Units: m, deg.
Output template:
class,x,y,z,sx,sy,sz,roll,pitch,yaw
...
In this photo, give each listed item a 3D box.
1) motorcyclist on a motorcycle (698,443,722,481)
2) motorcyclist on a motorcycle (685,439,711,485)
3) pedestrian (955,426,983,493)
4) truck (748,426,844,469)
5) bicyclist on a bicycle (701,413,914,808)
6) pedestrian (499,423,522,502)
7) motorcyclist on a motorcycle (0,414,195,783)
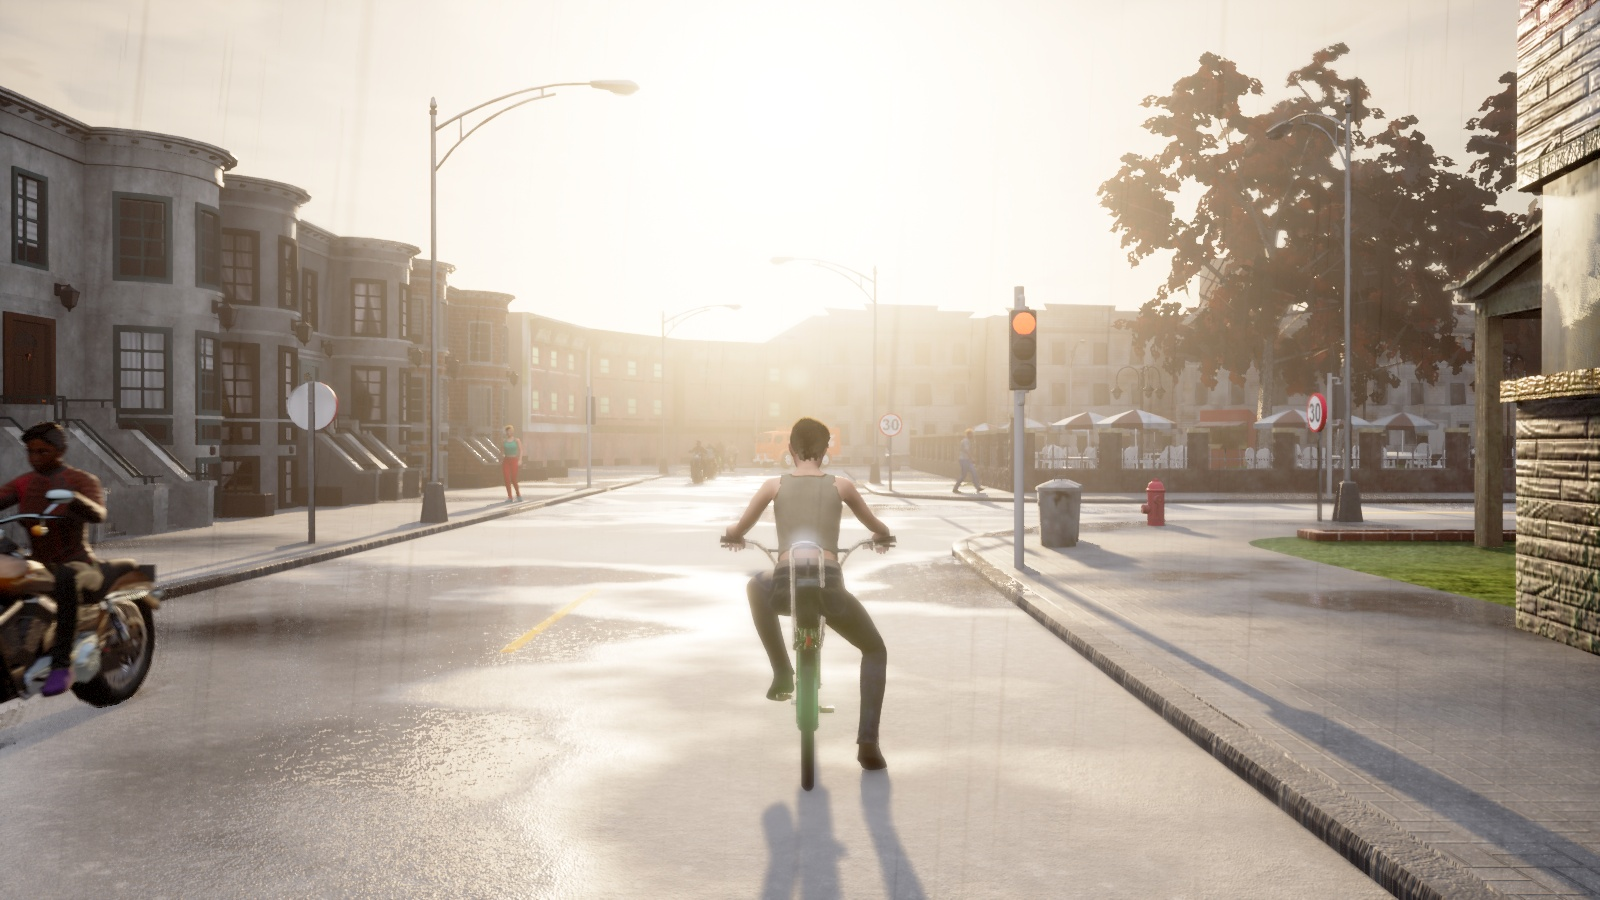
class,x,y,z,sx,sy,sz,roll,pitch,yaw
motorcyclist on a motorcycle,-3.758,0.481,52.607,0.866,1.530,2.191,0,0,0
motorcyclist on a motorcycle,-3.780,0.431,46.571,0.766,1.649,2.350,0,1,0
pedestrian,4.645,0.265,34.479,0.706,1.836,0.354,0,0,18
truck,-0.223,-0.165,75.088,5.204,2.467,2.627,0,1,-39
bicyclist on a bicycle,0.037,0.650,5.875,0.866,1.612,1.509,0,0,0
pedestrian,-6.763,0.285,29.334,0.345,1.836,0.594,0,0,6
motorcyclist on a motorcycle,-3.953,0.658,6.216,0.766,1.649,2.350,0,0,0
